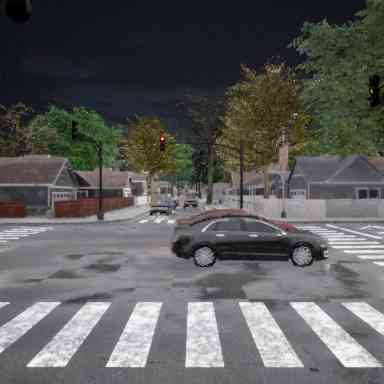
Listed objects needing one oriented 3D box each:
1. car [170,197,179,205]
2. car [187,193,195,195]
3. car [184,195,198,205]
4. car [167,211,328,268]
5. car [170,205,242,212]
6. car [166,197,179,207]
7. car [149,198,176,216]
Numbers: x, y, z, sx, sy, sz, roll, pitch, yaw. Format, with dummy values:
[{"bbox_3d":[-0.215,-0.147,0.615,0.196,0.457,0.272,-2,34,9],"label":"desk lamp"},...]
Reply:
[{"bbox_3d":[-2.999,1.594,42.803,1.994,1.385,4.181,0,0,0],"label":"car"},{"bbox_3d":[-0.289,1.299,73.547,2.150,2.045,5.566,0,0,0],"label":"car"},{"bbox_3d":[-0.158,1.537,45.086,1.837,1.490,4.892,0,0,0],"label":"car"},{"bbox_3d":[1.757,1.485,10.598,4.892,1.490,1.837,0,0,0],"label":"car"},{"bbox_3d":[1.749,1.460,13.849,5.008,1.535,1.882,0,0,0],"label":"car"},{"bbox_3d":[-3.016,1.568,53.053,1.812,1.442,4.674,0,0,0],"label":"car"},{"bbox_3d":[-3.021,1.567,32.915,2.033,1.411,5.357,0,0,0],"label":"car"}]
